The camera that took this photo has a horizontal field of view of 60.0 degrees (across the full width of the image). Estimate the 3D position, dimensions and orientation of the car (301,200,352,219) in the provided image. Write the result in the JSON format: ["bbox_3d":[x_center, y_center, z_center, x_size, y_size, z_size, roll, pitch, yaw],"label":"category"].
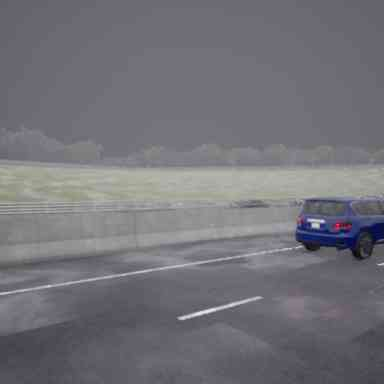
[{"bbox_3d":[12.123,1.468,29.832,4.892,1.490,1.837,0,0,-35],"label":"car"}]

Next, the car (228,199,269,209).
[{"bbox_3d":[5.786,1.470,33.911,4.892,1.490,1.837,0,0,-35],"label":"car"}]

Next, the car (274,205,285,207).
[{"bbox_3d":[10.137,1.563,32.716,4.718,1.301,1.895,0,0,-35],"label":"car"}]

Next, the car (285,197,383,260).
[{"bbox_3d":[6.254,1.195,12.507,5.566,2.045,2.150,0,0,-36],"label":"car"}]
